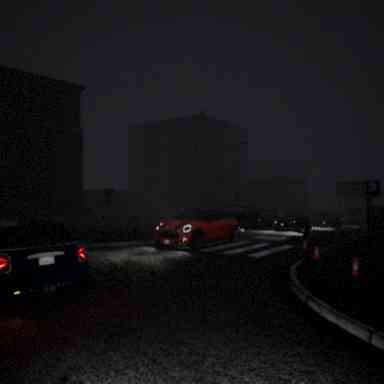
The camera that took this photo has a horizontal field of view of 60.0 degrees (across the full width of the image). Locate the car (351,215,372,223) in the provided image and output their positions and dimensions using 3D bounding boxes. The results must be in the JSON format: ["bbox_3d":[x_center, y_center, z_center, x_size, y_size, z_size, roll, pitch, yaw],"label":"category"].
[{"bbox_3d":[42.808,6.822,83.979,4.553,1.767,2.185,0,-4,35],"label":"car"}]

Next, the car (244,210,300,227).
[{"bbox_3d":[8.431,2.780,35.122,5.366,1.575,1.946,0,-4,35],"label":"car"}]

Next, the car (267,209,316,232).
[{"bbox_3d":[7.914,2.262,26.052,1.837,1.490,4.892,0,-4,35],"label":"car"}]

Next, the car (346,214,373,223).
[{"bbox_3d":[41.157,6.502,81.720,5.566,2.045,2.435,0,-4,35],"label":"car"}]

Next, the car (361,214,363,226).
[{"bbox_3d":[23.758,3.816,43.159,2.128,1.511,4.902,0,-4,35],"label":"car"}]

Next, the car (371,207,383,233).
[{"bbox_3d":[17.165,2.269,25.822,5.566,2.045,2.435,0,-4,35],"label":"car"}]

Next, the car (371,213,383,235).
[{"bbox_3d":[15.617,2.333,23.554,5.008,1.535,2.097,0,-4,35],"label":"car"}]

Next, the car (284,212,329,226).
[{"bbox_3d":[15.111,3.555,44.042,5.366,1.575,1.946,0,-4,35],"label":"car"}]

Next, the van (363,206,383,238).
[{"bbox_3d":[12.509,1.779,18.899,4.442,1.987,1.878,0,-3,35],"label":"van"}]

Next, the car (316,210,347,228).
[{"bbox_3d":[14.960,3.081,36.124,2.128,1.511,4.902,0,-4,35],"label":"car"}]

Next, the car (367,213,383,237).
[{"bbox_3d":[14.023,2.186,21.218,4.792,1.488,2.163,0,-4,35],"label":"car"}]

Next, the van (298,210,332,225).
[{"bbox_3d":[17.988,3.714,48.692,4.442,1.987,1.878,0,-4,35],"label":"van"}]

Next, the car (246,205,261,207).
[{"bbox_3d":[6.947,2.453,32.619,4.553,1.767,2.185,0,-4,35],"label":"car"}]

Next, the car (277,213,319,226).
[{"bbox_3d":[13.295,3.396,41.759,4.674,1.452,2.002,0,-4,35],"label":"car"}]

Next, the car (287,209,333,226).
[{"bbox_3d":[16.467,3.494,46.359,5.566,2.045,2.435,0,-4,35],"label":"car"}]

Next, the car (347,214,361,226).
[{"bbox_3d":[23.794,4.172,48.626,1.895,1.301,4.718,0,-4,35],"label":"car"}]

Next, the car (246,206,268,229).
[{"bbox_3d":[5.319,2.390,30.350,5.008,1.535,2.097,0,-4,35],"label":"car"}]

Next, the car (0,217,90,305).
[{"bbox_3d":[-4.422,1.431,8.274,2.097,1.767,4.553,0,-1,-44],"label":"car"}]

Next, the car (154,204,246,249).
[{"bbox_3d":[0.348,1.563,15.688,2.097,1.767,4.553,-1,-2,38],"label":"car"}]
